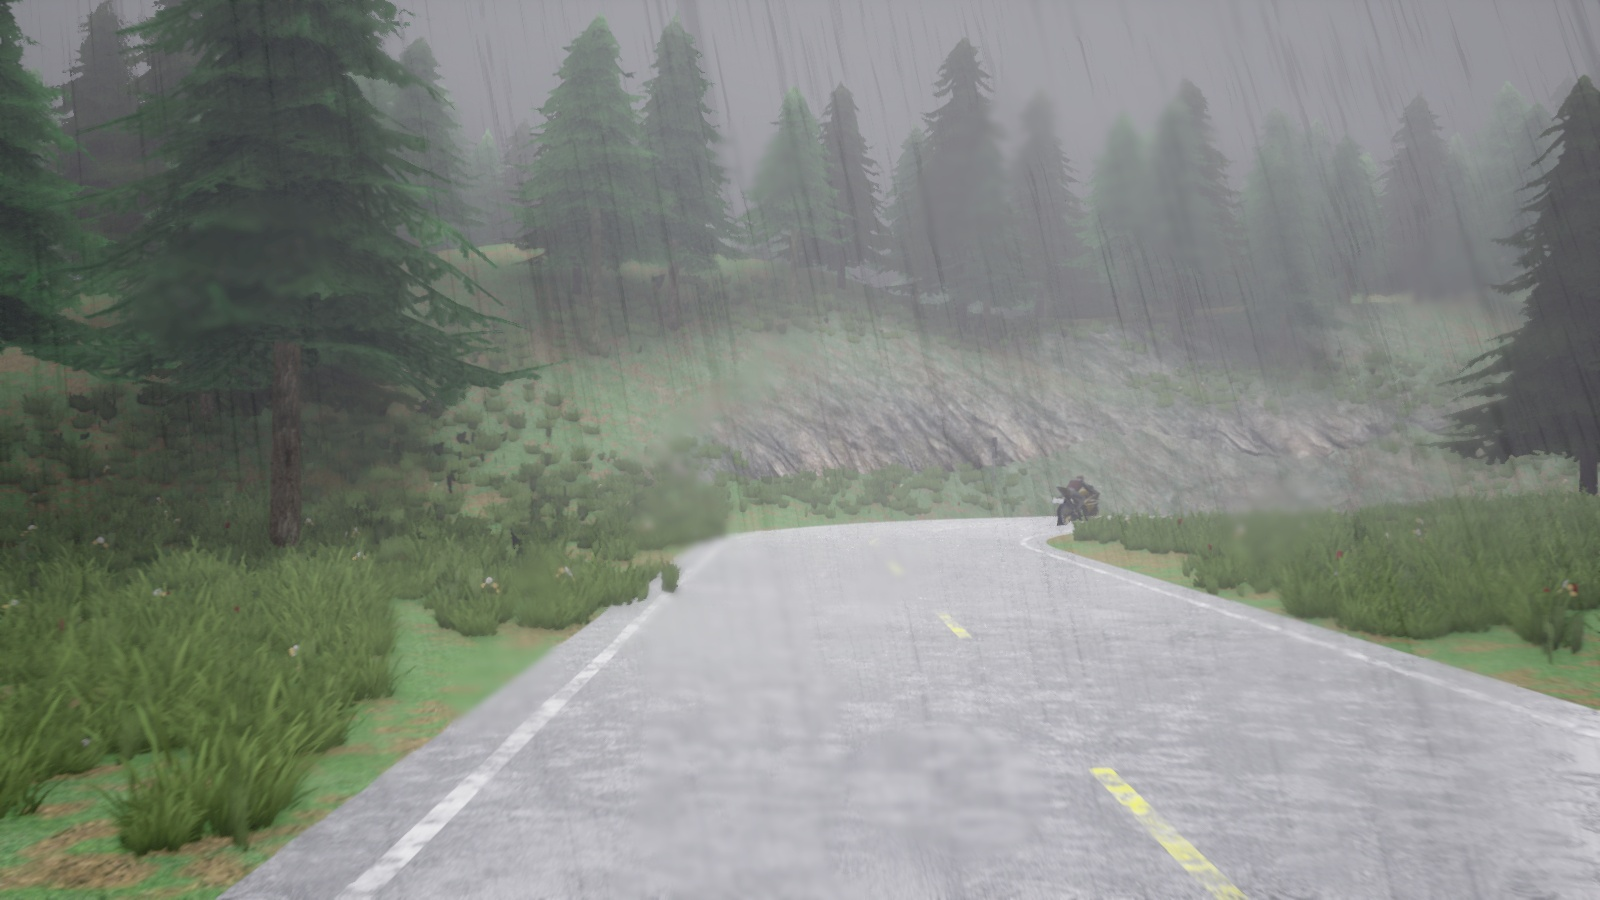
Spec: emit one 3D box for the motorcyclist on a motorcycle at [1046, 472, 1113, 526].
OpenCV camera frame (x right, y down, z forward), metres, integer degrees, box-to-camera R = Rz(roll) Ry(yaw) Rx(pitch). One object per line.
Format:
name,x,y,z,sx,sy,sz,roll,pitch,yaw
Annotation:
motorcyclist on a motorcycle,8.323,1.441,37.323,0.866,1.530,2.191,0,0,45
